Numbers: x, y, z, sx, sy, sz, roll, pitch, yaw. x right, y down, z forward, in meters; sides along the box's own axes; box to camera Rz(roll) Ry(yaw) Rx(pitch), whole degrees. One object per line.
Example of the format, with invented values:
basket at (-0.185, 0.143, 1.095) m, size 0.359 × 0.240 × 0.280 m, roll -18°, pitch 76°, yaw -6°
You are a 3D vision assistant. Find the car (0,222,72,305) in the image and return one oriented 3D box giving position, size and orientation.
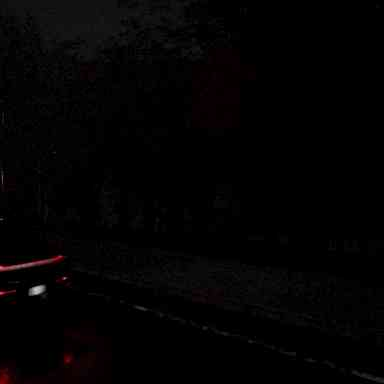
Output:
car at (-4.535, 1.375, 6.919) m, size 4.902 × 1.511 × 2.128 m, roll 1°, pitch 1°, yaw 35°
